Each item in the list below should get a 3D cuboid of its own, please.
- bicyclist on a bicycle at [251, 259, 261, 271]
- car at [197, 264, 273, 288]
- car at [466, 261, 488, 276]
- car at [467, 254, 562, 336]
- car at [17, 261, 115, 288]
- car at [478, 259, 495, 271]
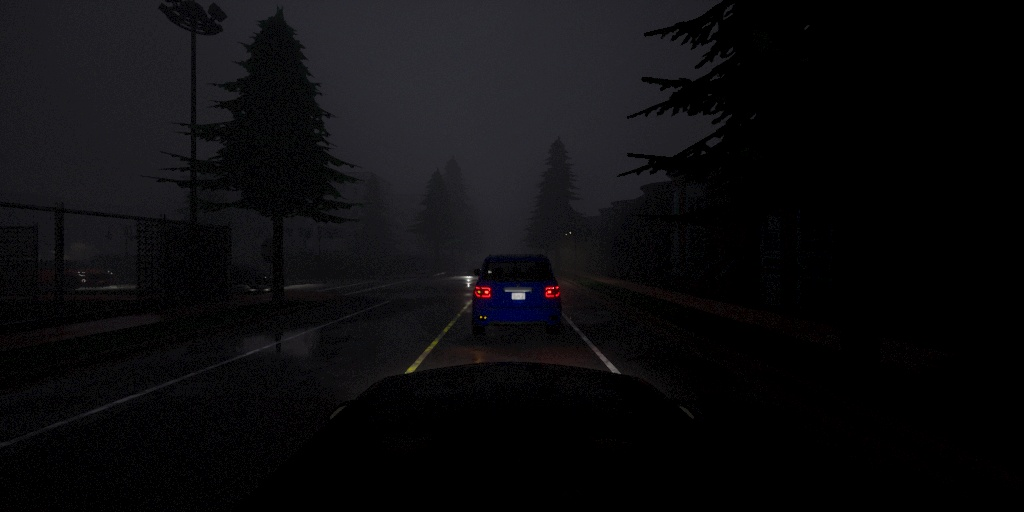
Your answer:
[{"bbox_3d":[-23.273,1.072,32.511,0.582,1.620,1.656,0,0,0],"label":"bicyclist on a bicycle"},{"bbox_3d":[-17.826,1.277,23.502,4.892,1.490,1.837,0,0,0],"label":"car"},{"bbox_3d":[-3.599,1.255,37.978,1.837,1.490,4.892,0,0,0],"label":"car"},{"bbox_3d":[0.046,0.972,10.554,2.150,2.045,5.566,0,0,-2],"label":"car"},{"bbox_3d":[-29.202,1.124,23.590,4.553,1.767,2.097,0,0,1],"label":"car"},{"bbox_3d":[-3.596,1.238,51.173,2.128,1.511,4.902,0,0,0],"label":"car"}]
